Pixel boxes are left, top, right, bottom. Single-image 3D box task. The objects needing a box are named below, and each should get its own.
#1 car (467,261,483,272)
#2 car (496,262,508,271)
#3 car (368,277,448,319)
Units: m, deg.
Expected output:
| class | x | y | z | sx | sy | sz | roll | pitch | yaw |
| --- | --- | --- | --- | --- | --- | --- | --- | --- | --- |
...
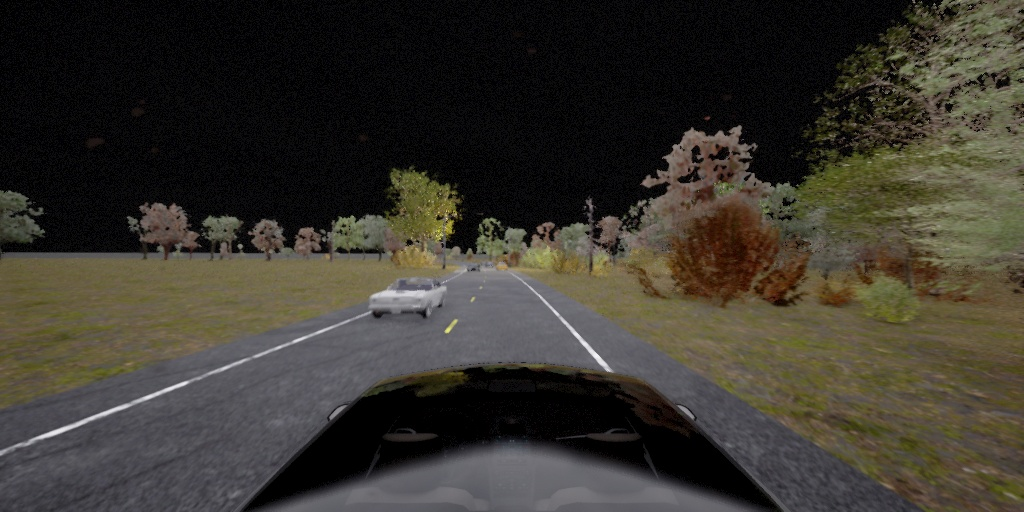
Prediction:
| class | x | y | z | sx | sy | sz | roll | pitch | yaw |
| --- | --- | --- | --- | --- | --- | --- | --- | --- | --- |
| car | -5.887 | 1.837 | 55.503 | 1.994 | 1.385 | 4.181 | 0 | 0 | -4 |
| car | -1.770 | 1.780 | 63.194 | 1.801 | 1.575 | 5.366 | 0 | 0 | -6 |
| car | -3.730 | 1.487 | 13.623 | 1.895 | 1.301 | 4.718 | 0 | -1 | -1 |
